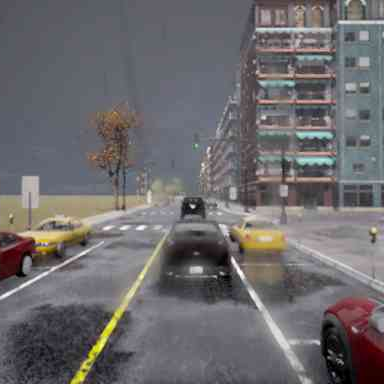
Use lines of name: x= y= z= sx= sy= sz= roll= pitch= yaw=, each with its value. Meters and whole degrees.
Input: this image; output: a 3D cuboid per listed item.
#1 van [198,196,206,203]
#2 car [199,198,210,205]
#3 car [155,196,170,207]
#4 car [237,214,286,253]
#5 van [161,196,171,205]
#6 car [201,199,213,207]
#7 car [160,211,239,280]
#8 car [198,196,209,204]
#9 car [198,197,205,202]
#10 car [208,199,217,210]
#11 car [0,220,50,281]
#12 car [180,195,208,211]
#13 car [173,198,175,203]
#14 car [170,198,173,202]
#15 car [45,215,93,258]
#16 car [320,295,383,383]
van: x=2.568 y=1.829 z=85.847 sx=1.690 sy=1.788 sz=3.998 roll=1 pitch=0 yaw=0
car: x=2.567 y=1.957 z=68.863 sx=1.947 sy=1.339 sz=4.313 roll=1 pitch=0 yaw=0
car: x=-5.311 y=1.764 z=57.064 sx=1.967 sy=1.590 sz=4.097 roll=1 pitch=0 yaw=0
car: x=2.573 y=1.604 z=13.876 sx=1.752 sy=1.417 sz=4.829 roll=1 pitch=0 yaw=0
van: x=-5.311 y=1.729 z=68.373 sx=1.690 sy=1.788 sz=3.998 roll=1 pitch=0 yaw=0
car: x=2.568 y=1.908 z=57.541 sx=1.802 sy=1.307 sz=4.206 roll=1 pitch=0 yaw=0
car: x=0.100 y=1.563 z=10.138 sx=1.837 sy=1.490 sz=4.892 roll=0 pitch=0 yaw=0
car: x=2.569 y=1.738 z=74.525 sx=2.192 sy=1.841 sz=5.009 roll=1 pitch=0 yaw=0
car: x=2.565 y=2.047 z=91.677 sx=1.752 sy=1.417 sz=4.829 roll=1 pitch=0 yaw=0
car: x=2.569 y=1.813 z=46.219 sx=2.008 sy=1.369 sz=4.403 roll=1 pitch=0 yaw=0
car: x=-5.307 y=1.589 z=7.742 sx=1.887 sy=1.381 sz=4.507 roll=1 pitch=0 yaw=0
car: x=0.095 y=1.398 z=30.656 sx=2.150 sy=2.045 sz=5.566 roll=0 pitch=-1 yaw=0
car: x=-5.315 y=2.067 z=85.334 sx=1.802 sy=1.307 sz=4.206 roll=1 pitch=0 yaw=0
car: x=-5.310 y=1.671 z=62.719 sx=2.192 sy=1.841 sz=5.009 roll=1 pitch=0 yaw=0
car: x=-5.307 y=1.600 z=13.108 sx=1.752 sy=1.417 sz=4.829 roll=1 pitch=0 yaw=0
car: x=2.575 y=1.456 z=2.617 sx=1.967 sy=1.590 sz=4.097 roll=1 pitch=0 yaw=0
